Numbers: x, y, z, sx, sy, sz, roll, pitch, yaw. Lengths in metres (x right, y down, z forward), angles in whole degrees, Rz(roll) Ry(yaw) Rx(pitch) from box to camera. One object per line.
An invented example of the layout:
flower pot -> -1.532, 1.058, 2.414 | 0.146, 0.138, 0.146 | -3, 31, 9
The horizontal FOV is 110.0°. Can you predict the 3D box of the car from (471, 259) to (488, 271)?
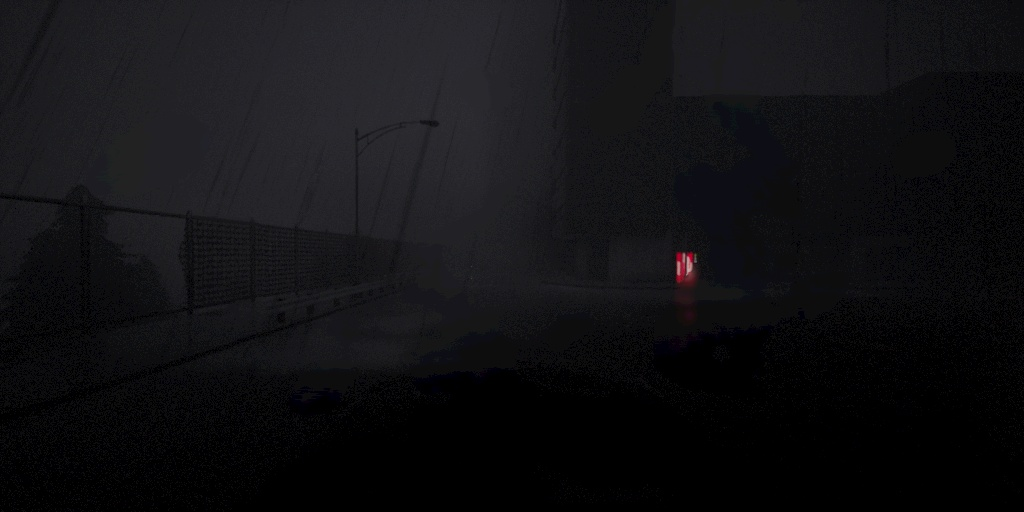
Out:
car -> -3.998, 1.124, 44.374 | 1.837, 1.490, 4.892 | 0, 2, 0
